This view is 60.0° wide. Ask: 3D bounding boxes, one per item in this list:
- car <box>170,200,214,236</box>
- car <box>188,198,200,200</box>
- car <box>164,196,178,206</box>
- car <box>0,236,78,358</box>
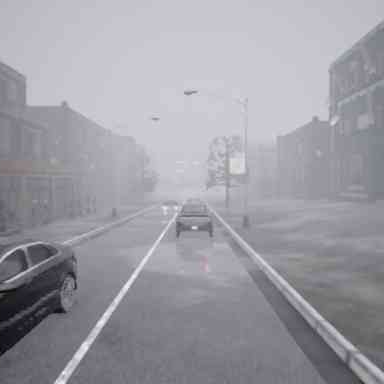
[{"bbox_3d":[0.124,1.413,17.750,2.128,1.511,4.902,0,0,0],"label":"car"},{"bbox_3d":[0.206,1.332,36.452,2.033,1.411,5.357,0,0,0],"label":"car"},{"bbox_3d":[-2.913,1.233,47.076,1.812,1.442,4.674,0,0,1],"label":"car"},{"bbox_3d":[-3.193,1.486,4.760,2.128,1.511,4.902,0,0,0],"label":"car"}]
